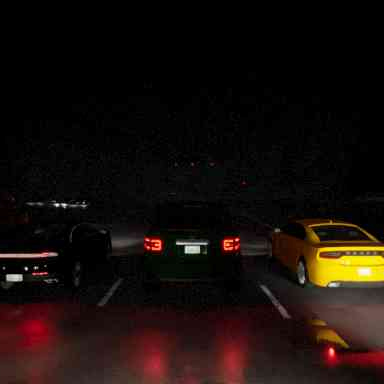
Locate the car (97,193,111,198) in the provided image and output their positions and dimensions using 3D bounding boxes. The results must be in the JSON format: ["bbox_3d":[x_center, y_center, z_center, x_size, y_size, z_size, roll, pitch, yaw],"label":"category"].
[{"bbox_3d":[-18.590,1.246,67.466,2.033,1.411,5.357,0,0,-1],"label":"car"}]

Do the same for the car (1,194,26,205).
[{"bbox_3d":[-28.931,1.132,54.040,2.097,1.767,4.553,0,0,-1],"label":"car"}]

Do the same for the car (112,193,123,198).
[{"bbox_3d":[-18.821,1.174,80.591,2.033,1.411,5.357,0,0,-1],"label":"car"}]

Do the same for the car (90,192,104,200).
[{"bbox_3d":[-22.276,1.003,78.067,2.097,1.767,4.553,0,0,-1],"label":"car"}]

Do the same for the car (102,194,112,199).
[{"bbox_3d":[-22.999,1.134,89.979,1.994,1.385,4.181,0,0,-7],"label":"car"}]

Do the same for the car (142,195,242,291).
[{"bbox_3d":[-0.014,1.212,9.157,2.150,2.045,5.566,0,0,0],"label":"car"}]

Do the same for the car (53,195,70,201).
[{"bbox_3d":[-29.216,1.261,74.625,1.895,1.301,4.718,0,0,-1],"label":"car"}]

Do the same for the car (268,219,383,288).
[{"bbox_3d":[3.475,1.468,9.211,1.882,1.535,5.008,0,0,0],"label":"car"}]

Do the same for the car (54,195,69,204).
[{"bbox_3d":[-21.988,1.324,57.685,1.994,1.385,4.181,0,0,-1],"label":"car"}]

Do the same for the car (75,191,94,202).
[{"bbox_3d":[-22.107,0.926,68.394,2.150,2.045,5.566,0,0,-1],"label":"car"}]

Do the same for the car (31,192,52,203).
[{"bbox_3d":[-29.038,0.948,64.369,2.150,2.045,5.566,0,0,-1],"label":"car"}]

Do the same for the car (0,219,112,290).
[{"bbox_3d":[-3.522,1.482,9.012,2.128,1.511,4.902,0,0,0],"label":"car"}]

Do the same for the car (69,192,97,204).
[{"bbox_3d":[-18.484,0.986,56.871,2.150,2.045,5.566,0,0,-1],"label":"car"}]
